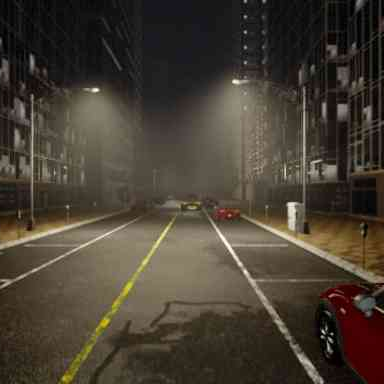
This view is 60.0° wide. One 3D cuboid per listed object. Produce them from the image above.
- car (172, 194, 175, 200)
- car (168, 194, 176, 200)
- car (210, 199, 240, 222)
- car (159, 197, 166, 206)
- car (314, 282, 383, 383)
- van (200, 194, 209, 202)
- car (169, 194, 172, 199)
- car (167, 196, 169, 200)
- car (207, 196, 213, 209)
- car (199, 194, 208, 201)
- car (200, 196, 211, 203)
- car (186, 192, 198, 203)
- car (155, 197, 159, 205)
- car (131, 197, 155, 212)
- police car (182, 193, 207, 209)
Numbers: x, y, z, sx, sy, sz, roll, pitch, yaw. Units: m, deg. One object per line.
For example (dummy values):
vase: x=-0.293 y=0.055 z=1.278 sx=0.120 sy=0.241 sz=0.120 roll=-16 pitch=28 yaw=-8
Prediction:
car: x=-3.017 y=1.286 z=79.010 sx=2.128 sy=1.511 sz=4.902 roll=0 pitch=0 yaw=0
car: x=-5.708 y=1.383 z=94.218 sx=2.008 sy=1.369 sz=4.403 roll=0 pitch=0 yaw=0
car: x=2.686 y=1.522 z=25.901 sx=1.887 sy=1.381 sz=4.507 roll=0 pitch=0 yaw=0
car: x=-5.700 y=1.475 z=54.369 sx=1.887 sy=1.381 sz=4.507 roll=0 pitch=0 yaw=0
car: x=2.691 y=1.438 z=3.131 sx=1.967 sy=1.590 sz=4.097 roll=0 pitch=0 yaw=0
van: x=2.678 y=1.234 z=71.440 sx=1.690 sy=1.788 sz=3.998 roll=0 pitch=0 yaw=0
car: x=-5.707 y=1.375 z=88.354 sx=1.752 sy=1.417 sz=4.829 roll=0 pitch=0 yaw=0
car: x=-5.701 y=1.484 z=60.061 sx=1.947 sy=1.339 sz=4.313 roll=0 pitch=0 yaw=0
car: x=2.683 y=1.517 z=42.978 sx=1.947 sy=1.339 sz=4.313 roll=0 pitch=0 yaw=0
car: x=2.677 y=1.319 z=77.131 sx=1.967 sy=1.590 sz=4.097 roll=0 pitch=0 yaw=0
car: x=2.679 y=1.472 z=65.747 sx=1.947 sy=1.339 sz=4.313 roll=0 pitch=0 yaw=0
car: x=-0.013 y=0.931 z=58.658 sx=2.097 sy=1.767 sz=4.553 roll=0 pitch=0 yaw=0
car: x=-5.698 y=1.533 z=42.984 sx=1.802 sy=1.307 sz=4.206 roll=0 pitch=0 yaw=0
car: x=-5.696 y=1.505 z=37.290 sx=1.887 sy=1.381 sz=4.507 roll=0 pitch=0 yaw=0
police car: x=-0.006 y=1.102 z=29.057 sx=2.038 sy=1.542 sz=4.974 roll=0 pitch=0 yaw=0
